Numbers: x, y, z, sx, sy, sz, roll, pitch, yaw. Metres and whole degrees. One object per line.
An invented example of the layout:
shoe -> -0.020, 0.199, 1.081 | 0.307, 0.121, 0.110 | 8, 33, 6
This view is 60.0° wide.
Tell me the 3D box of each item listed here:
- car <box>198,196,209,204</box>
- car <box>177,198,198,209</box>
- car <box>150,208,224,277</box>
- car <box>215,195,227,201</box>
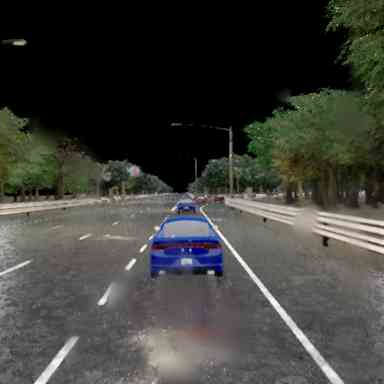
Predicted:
car -> 1.885, 1.475, 60.924 | 1.812, 1.442, 4.674 | -1, 0, 13
car -> -0.595, 1.488, 36.935 | 1.882, 1.535, 5.008 | -1, 0, -1
car -> -0.168, 1.493, 10.279 | 1.882, 1.535, 5.008 | -1, 0, -1
car -> 6.992, 1.345, 76.051 | 1.882, 1.535, 5.008 | -1, 0, 27
